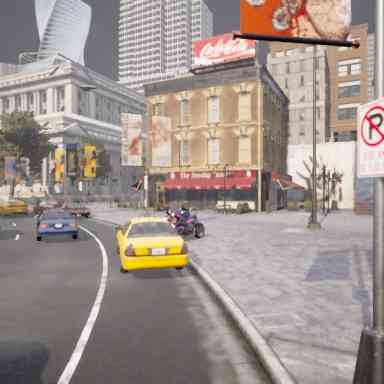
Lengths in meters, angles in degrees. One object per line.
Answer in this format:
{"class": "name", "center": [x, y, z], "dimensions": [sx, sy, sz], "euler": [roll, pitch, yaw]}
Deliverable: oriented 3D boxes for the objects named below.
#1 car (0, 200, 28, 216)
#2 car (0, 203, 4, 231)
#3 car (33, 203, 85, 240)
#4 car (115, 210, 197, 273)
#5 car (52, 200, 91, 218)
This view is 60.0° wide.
{"class": "car", "center": [-17.506, 1.461, 32.047], "dimensions": [1.882, 1.535, 5.008], "euler": [0, 0, -45]}
{"class": "car", "center": [-10.861, 1.515, 16.893], "dimensions": [1.812, 1.442, 4.674], "euler": [0, 0, -27]}
{"class": "car", "center": [-7.023, 1.542, 17.094], "dimensions": [2.033, 1.411, 5.357], "euler": [0, 0, -25]}
{"class": "car", "center": [-1.478, 1.456, 10.764], "dimensions": [1.801, 1.575, 5.366], "euler": [0, 0, -15]}
{"class": "car", "center": [-10.377, 1.586, 28.766], "dimensions": [1.895, 1.301, 4.718], "euler": [0, 0, -34]}
